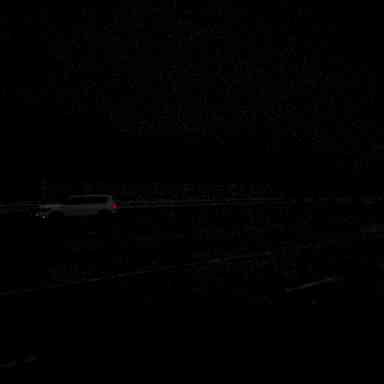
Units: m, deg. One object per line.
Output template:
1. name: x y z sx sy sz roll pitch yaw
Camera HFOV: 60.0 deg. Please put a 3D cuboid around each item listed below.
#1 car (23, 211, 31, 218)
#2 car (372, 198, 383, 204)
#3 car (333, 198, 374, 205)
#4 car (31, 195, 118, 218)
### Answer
1. car: -10.104 1.549 25.973 5.357 1.411 2.033 0 0 -38
2. car: 22.326 1.501 41.325 4.902 1.511 2.128 0 0 -35
3. car: 14.652 1.552 31.626 5.357 1.411 2.033 0 0 -35
4. car: -8.161 1.223 23.947 5.566 2.045 2.150 0 0 -35
